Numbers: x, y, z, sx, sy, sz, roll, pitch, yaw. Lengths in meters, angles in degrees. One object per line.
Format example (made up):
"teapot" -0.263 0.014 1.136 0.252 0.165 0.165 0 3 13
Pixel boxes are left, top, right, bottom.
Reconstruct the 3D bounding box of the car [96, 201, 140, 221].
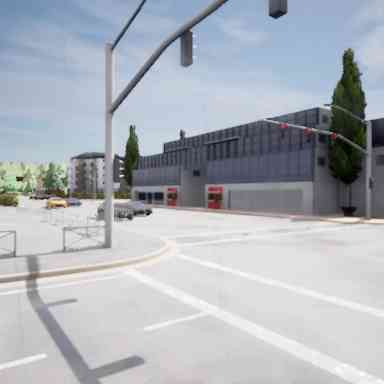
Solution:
"car" -6.412 1.559 27.397 1.837 1.490 4.892 0 0 -34

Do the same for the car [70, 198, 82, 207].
"car" -19.035 1.625 52.678 2.033 1.411 5.357 0 0 -33

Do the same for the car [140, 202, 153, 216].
"car" -5.763 1.620 32.699 2.033 1.411 5.357 0 0 -34

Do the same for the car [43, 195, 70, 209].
"car" -18.851 1.536 46.027 1.882 1.535 5.008 0 -1 -33
